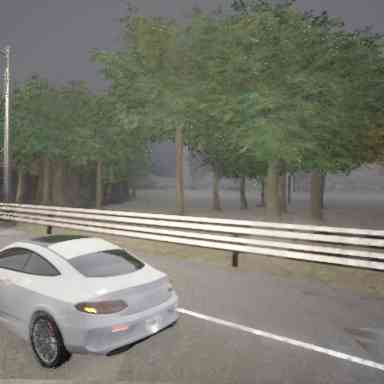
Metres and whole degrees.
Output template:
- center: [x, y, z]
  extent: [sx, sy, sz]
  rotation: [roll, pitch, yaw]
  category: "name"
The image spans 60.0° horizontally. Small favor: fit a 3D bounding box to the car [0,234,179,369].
- center: [-2.332, 1.462, 5.620]
  extent: [4.674, 1.442, 1.812]
  rotation: [1, 1, 36]
  category: "car"
